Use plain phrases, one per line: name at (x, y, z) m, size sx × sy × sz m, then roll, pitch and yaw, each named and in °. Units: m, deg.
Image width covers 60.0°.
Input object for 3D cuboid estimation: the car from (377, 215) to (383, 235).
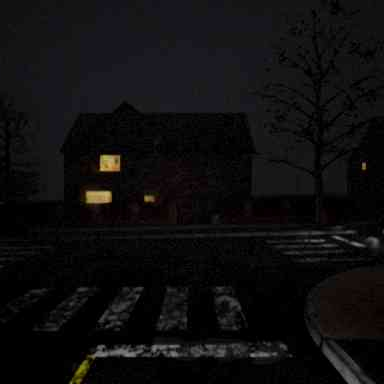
car at (10.322, 1.045, 13.951) m, size 4.553 × 1.767 × 2.097 m, roll -1°, pitch 1°, yaw 0°
